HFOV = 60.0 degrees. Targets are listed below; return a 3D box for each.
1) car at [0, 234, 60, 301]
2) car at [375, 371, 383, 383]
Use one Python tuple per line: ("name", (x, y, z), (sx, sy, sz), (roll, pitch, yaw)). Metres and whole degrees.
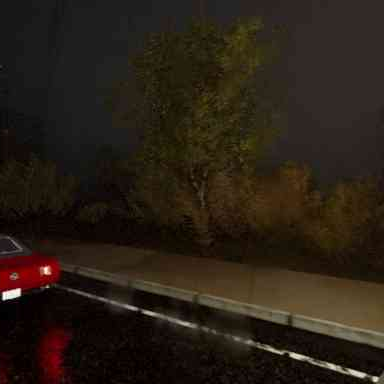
("car", (-5.072, 1.577, 7.397), (4.718, 1.301, 1.895), (0, 0, 36))
("car", (3.347, 1.608, 1.324), (4.718, 1.301, 1.895), (0, 0, 35))
